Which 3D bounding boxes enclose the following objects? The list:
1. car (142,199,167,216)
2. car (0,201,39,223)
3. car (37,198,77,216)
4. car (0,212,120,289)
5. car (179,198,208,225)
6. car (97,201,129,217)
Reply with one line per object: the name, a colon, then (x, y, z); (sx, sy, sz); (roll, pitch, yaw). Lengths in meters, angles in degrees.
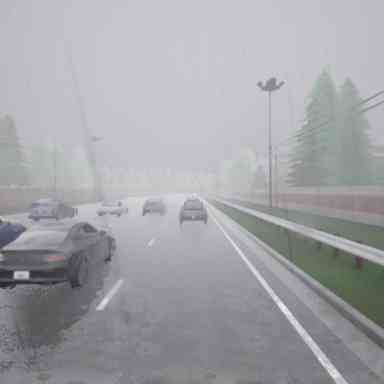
car: (-3.409, 1.358, 30.806); (2.128, 1.511, 4.902); (0, 0, 0)
car: (-6.903, 1.308, 10.222); (2.097, 1.767, 4.553); (0, 0, 0)
car: (-10.407, 1.438, 25.296); (2.033, 1.411, 5.357); (0, 0, 0)
car: (-3.416, 1.487, 8.953); (1.812, 1.442, 4.674); (0, 0, 0)
car: (0.093, 1.390, 23.312); (2.128, 1.511, 4.902); (0, 0, 0)
car: (-6.908, 1.473, 29.552); (1.895, 1.301, 4.718); (0, 0, 0)
